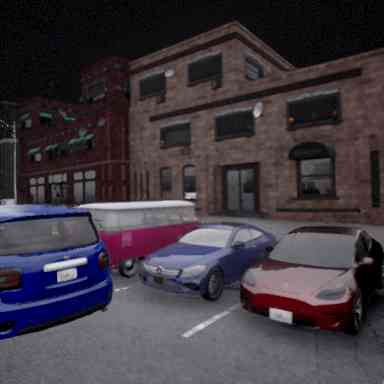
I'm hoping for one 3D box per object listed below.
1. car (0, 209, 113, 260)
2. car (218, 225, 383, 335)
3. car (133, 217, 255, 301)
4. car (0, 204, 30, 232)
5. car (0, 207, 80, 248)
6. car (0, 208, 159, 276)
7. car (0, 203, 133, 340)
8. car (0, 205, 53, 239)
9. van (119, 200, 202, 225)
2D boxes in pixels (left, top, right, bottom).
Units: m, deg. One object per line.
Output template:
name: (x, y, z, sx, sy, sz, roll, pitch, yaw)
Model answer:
car: (-5.780, 1.555, 13.654, 2.002, 1.452, 4.674, 0, 0, 39)
car: (2.802, 1.521, 7.113, 2.163, 1.488, 4.792, 0, 0, 36)
car: (0.709, 1.540, 8.682, 2.002, 1.452, 4.674, 0, 0, 37)
car: (-12.136, 1.513, 18.822, 2.231, 1.521, 4.892, 0, 0, 40)
car: (-7.935, 1.545, 15.333, 2.163, 1.488, 4.792, 0, 0, 39)
car: (-3.745, 1.509, 11.826, 1.946, 1.575, 5.366, 0, 0, 38)
car: (-3.880, 1.249, 6.292, 5.566, 2.045, 2.150, 0, 0, 37)
car: (-10.013, 1.544, 17.102, 2.163, 1.488, 4.792, 0, 0, 40)
van: (-1.391, 1.281, 10.405, 1.878, 1.987, 4.442, 0, 0, 37)
